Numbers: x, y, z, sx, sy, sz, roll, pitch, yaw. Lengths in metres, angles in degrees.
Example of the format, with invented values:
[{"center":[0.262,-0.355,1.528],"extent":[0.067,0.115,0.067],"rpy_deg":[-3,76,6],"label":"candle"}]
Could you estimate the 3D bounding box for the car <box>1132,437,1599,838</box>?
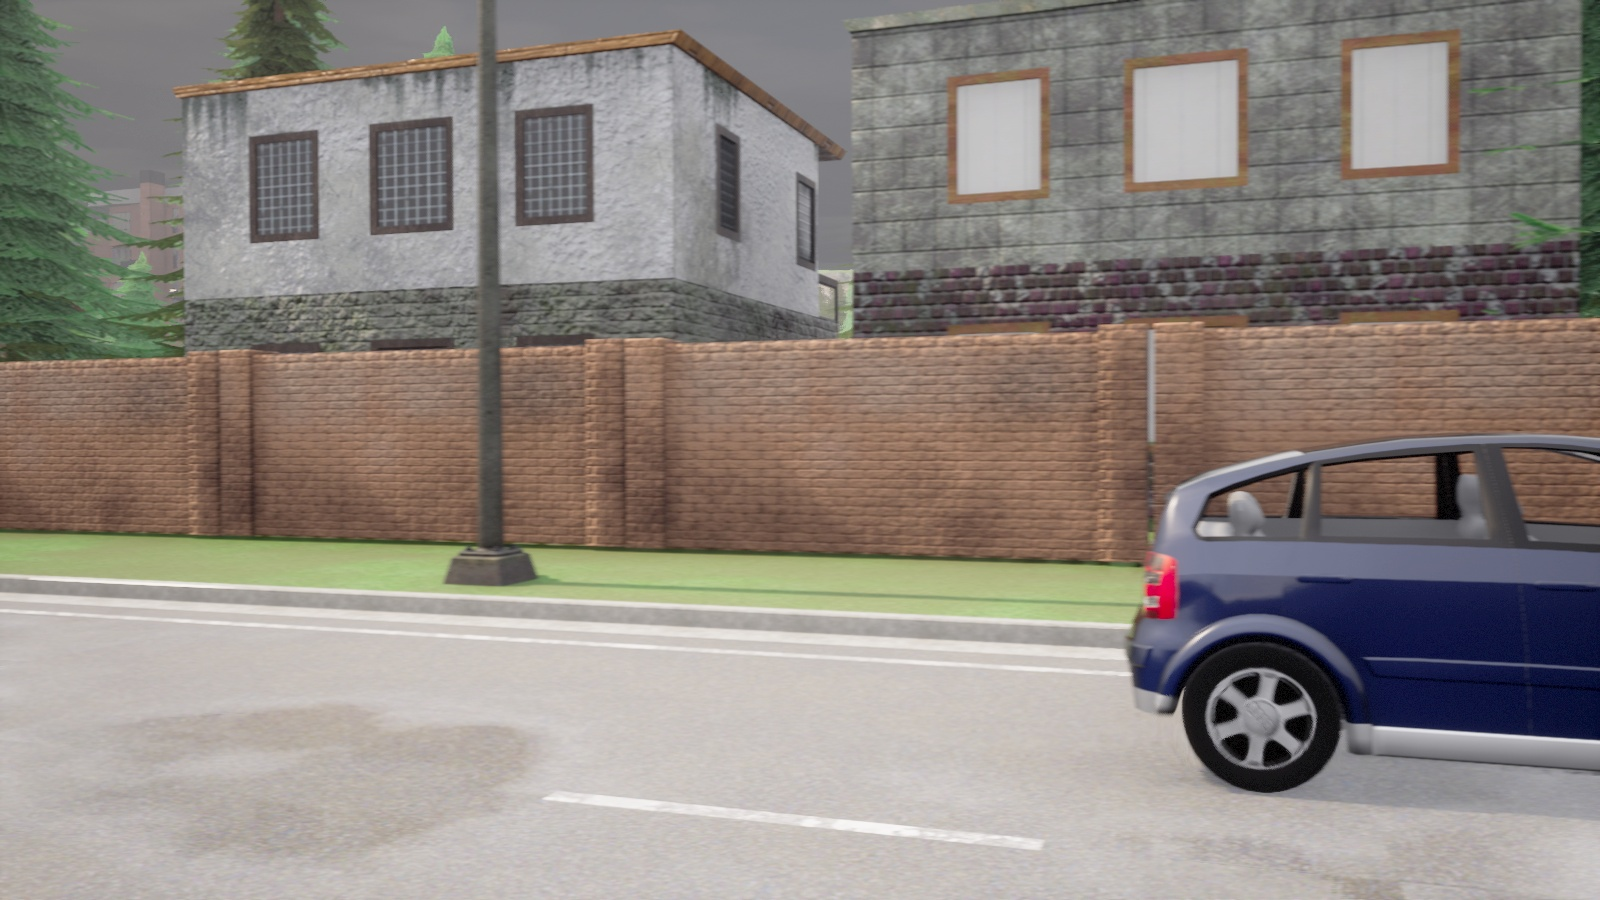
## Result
[{"center":[3.489,0.727,5.711],"extent":[3.705,1.549,1.789],"rpy_deg":[0,1,19],"label":"car"}]
